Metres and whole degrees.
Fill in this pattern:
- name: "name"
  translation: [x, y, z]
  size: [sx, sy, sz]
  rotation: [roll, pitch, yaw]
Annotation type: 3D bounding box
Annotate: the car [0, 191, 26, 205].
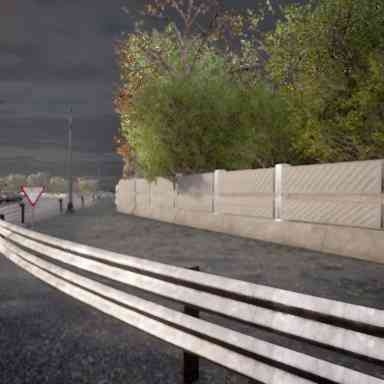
- name: "car"
  translation: [-27.777, 0.869, 51.105]
  size: [2.150, 2.045, 5.566]
  rotation: [0, 0, -13]
